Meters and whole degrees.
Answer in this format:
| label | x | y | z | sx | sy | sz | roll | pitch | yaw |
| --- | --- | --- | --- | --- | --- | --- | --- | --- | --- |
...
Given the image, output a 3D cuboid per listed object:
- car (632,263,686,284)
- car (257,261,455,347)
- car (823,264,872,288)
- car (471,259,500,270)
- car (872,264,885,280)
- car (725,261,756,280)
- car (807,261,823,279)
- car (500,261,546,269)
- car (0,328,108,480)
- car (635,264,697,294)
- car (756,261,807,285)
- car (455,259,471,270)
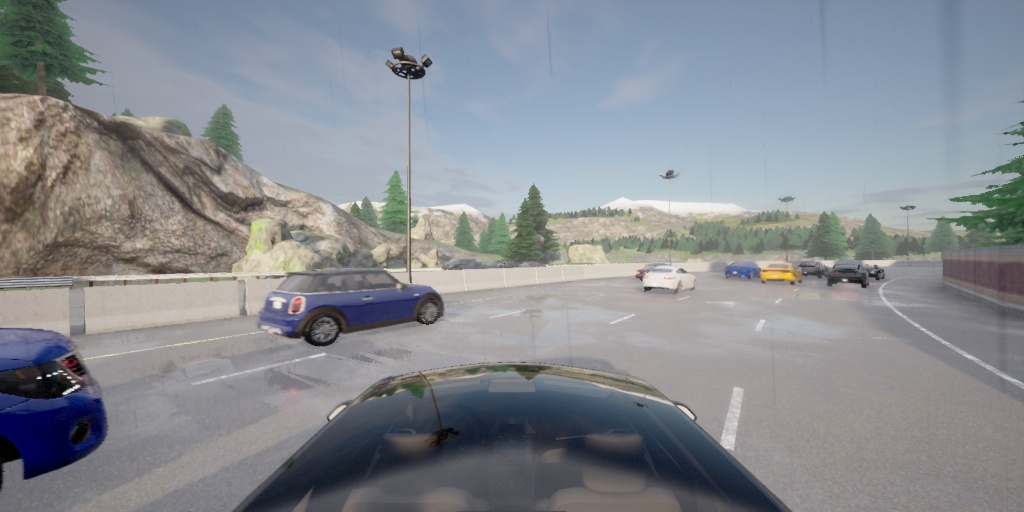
| label | x | y | z | sx | sy | sz | roll | pitch | yaw |
| --- | --- | --- | --- | --- | --- | --- | --- | --- | --- |
| car | 11.617 | 1.297 | 28.144 | 5.357 | 1.411 | 2.033 | 0 | 0 | -45 |
| car | -3.999 | 1.103 | 9.710 | 2.097 | 1.767 | 4.553 | 0 | 0 | 35 |
| car | 22.445 | 1.255 | 23.911 | 4.892 | 1.490 | 1.837 | 0 | 0 | -43 |
| car | -1.230 | 1.241 | 35.271 | 2.128 | 1.511 | 4.902 | 0 | 0 | 44 |
| car | 30.409 | 1.351 | 30.729 | 4.718 | 1.301 | 1.895 | 0 | 0 | -39 |
| car | 20.464 | 1.228 | 31.544 | 5.008 | 1.535 | 1.882 | 0 | 0 | -41 |
| car | 27.668 | 1.241 | 32.992 | 4.902 | 1.511 | 2.128 | 0 | 0 | -39 |
| car | 1.413 | 1.275 | 32.975 | 1.812 | 1.442 | 4.674 | 0 | 0 | 44 |
| car | -5.585 | 0.971 | 1.202 | 2.150 | 2.045 | 5.566 | 0 | 0 | 33 |
| car | 8.936 | 1.276 | 20.240 | 1.812 | 1.442 | 4.674 | 0 | 0 | 42 |
| car | 19.711 | 1.228 | 26.143 | 5.008 | 1.535 | 1.882 | 0 | 0 | -43 |
| car | -3.952 | 1.314 | 37.464 | 1.994 | 1.385 | 4.181 | 0 | 0 | 44 |
